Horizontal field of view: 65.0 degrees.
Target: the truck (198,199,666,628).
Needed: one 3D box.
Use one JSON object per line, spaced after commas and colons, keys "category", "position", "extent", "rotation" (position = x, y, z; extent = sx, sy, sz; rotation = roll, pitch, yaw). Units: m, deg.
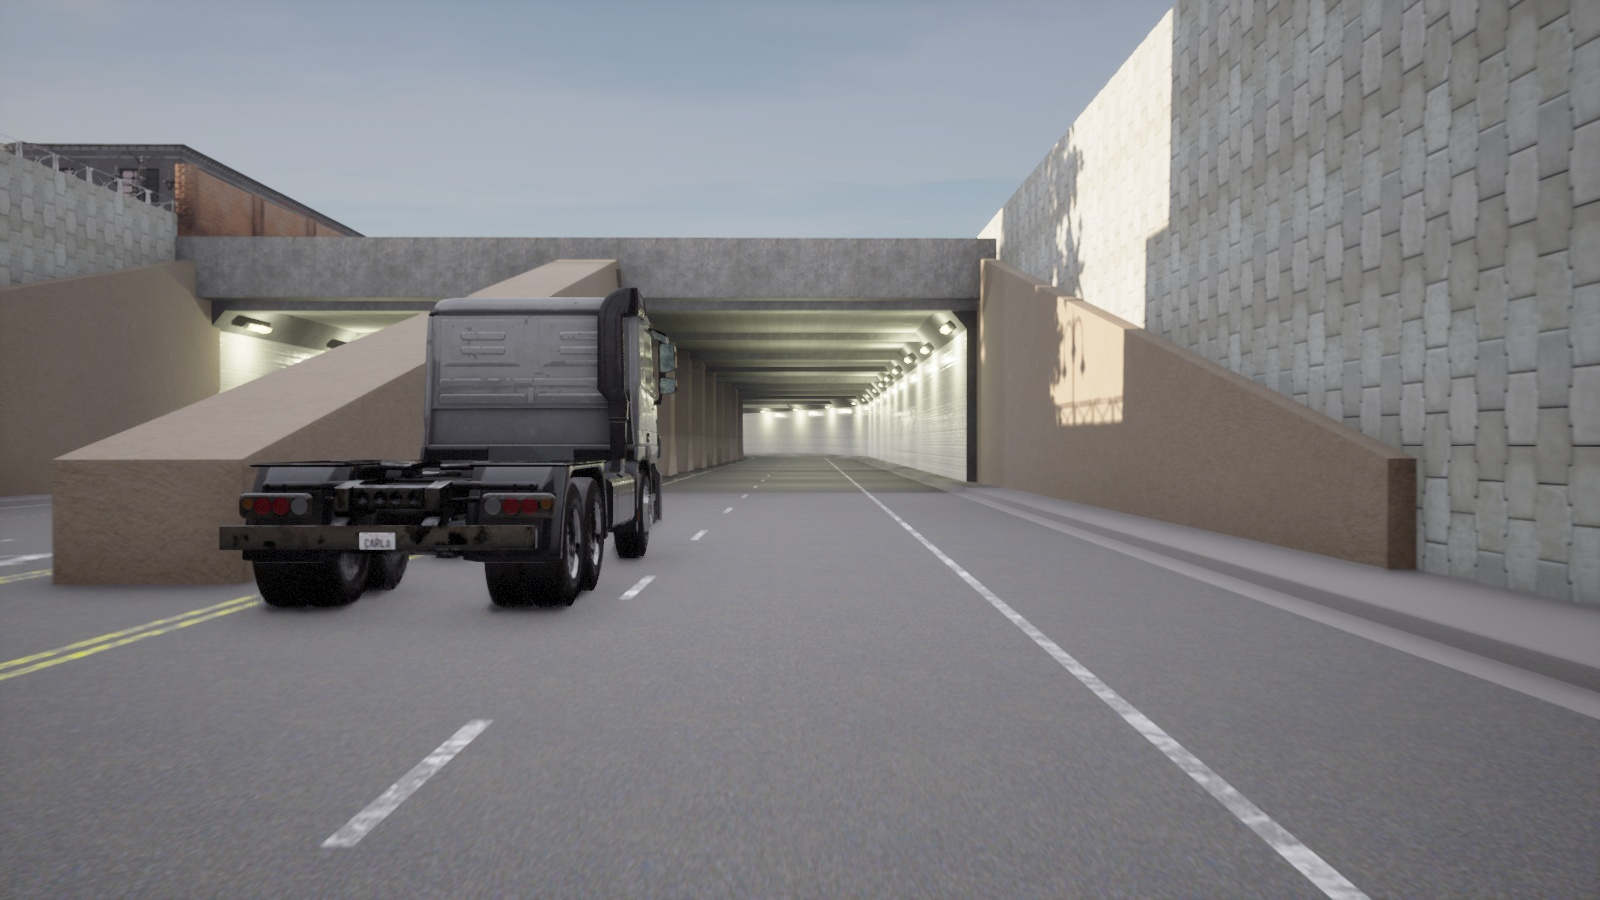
{"category": "truck", "position": [-3.405, -0.318, 14.126], "extent": [2.891, 3.462, 7.936], "rotation": [0, 0, 0]}
